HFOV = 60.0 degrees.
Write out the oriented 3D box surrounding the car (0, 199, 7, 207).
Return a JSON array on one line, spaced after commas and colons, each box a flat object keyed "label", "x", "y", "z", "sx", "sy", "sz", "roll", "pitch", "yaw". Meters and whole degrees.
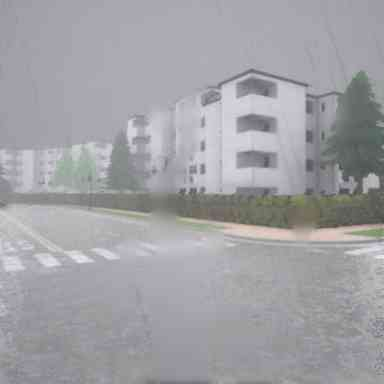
[{"label": "car", "x": -30.419, "y": 1.722, "z": 51.346, "sx": 4.718, "sy": 1.301, "sz": 1.895, "roll": 0, "pitch": 0, "yaw": 41}]
